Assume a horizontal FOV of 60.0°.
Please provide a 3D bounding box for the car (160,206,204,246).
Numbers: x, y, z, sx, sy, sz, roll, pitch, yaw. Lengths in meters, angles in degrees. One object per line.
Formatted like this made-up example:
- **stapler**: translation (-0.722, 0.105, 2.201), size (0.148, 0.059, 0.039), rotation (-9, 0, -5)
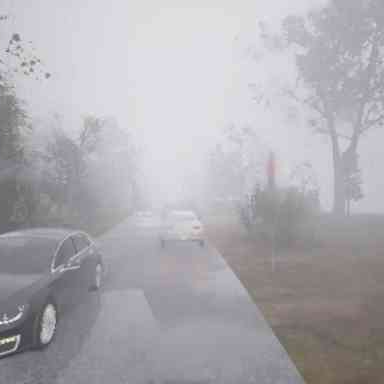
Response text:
- **car**: translation (-0.482, 1.581, 15.415), size (1.812, 1.442, 4.674), rotation (0, 0, -4)

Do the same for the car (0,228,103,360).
- **car**: translation (-3.016, 1.514, 6.262), size (1.837, 1.490, 4.892), rotation (0, 0, -1)

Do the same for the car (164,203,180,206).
- **car**: translation (-2.038, 1.792, 32.647), size (1.994, 1.385, 4.181), rotation (0, -1, -6)

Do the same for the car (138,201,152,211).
- **car**: translation (-6.803, 2.052, 48.532), size (1.994, 1.385, 4.181), rotation (0, -1, -6)
